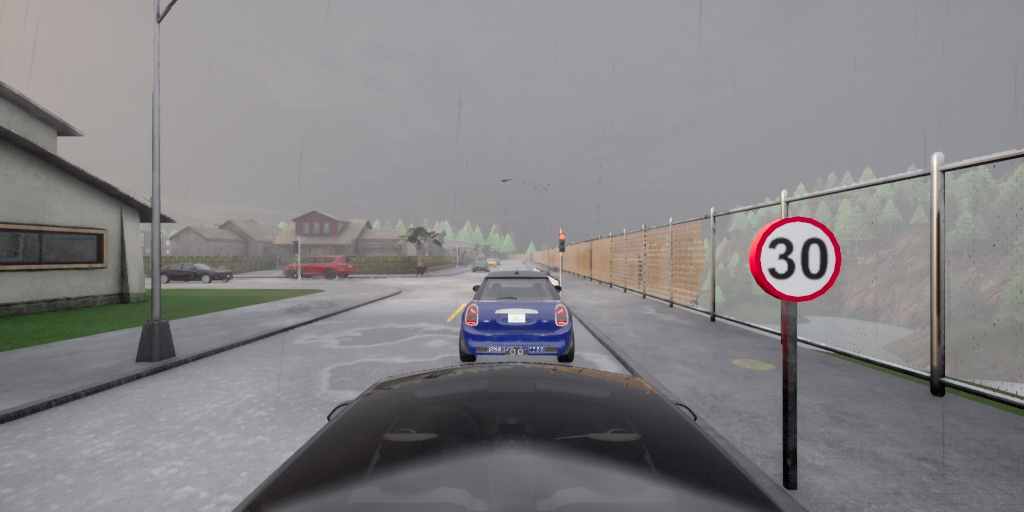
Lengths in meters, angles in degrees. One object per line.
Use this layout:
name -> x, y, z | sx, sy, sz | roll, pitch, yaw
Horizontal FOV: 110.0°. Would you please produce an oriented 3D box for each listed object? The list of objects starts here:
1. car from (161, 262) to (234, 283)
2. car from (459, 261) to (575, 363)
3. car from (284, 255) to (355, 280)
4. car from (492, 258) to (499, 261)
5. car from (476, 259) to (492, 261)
car -> -23.612, 1.228, 26.708 | 5.008, 1.535, 1.882 | 0, 0, 1
car -> 0.117, 1.102, 8.357 | 2.097, 1.767, 4.553 | 0, 0, 1
car -> -16.276, 0.972, 30.426 | 5.566, 2.045, 2.150 | 0, 0, 6
car -> -3.570, 1.227, 58.885 | 1.882, 1.535, 5.008 | 0, 0, 1
car -> -3.730, 1.256, 42.952 | 1.837, 1.490, 4.892 | 0, 0, 1
